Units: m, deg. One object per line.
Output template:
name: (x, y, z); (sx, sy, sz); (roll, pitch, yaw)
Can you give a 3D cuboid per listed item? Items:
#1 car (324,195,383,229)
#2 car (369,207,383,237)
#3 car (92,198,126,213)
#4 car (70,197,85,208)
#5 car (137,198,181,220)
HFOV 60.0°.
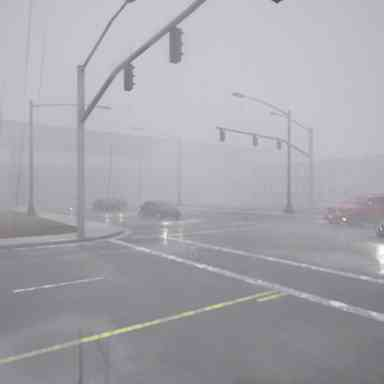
car: (11.363, 1.196, 21.516); (5.566, 2.045, 2.150); (0, 1, -15)
car: (10.863, 1.524, 15.510); (5.357, 1.411, 2.033); (0, 0, -32)
car: (-9.727, 1.487, 37.860); (1.882, 1.535, 5.008); (0, 0, -36)
car: (-17.137, 1.536, 49.806); (1.812, 1.442, 4.674); (0, 1, -18)
car: (-2.818, 1.514, 28.477); (1.837, 1.490, 4.892); (0, 0, -36)
